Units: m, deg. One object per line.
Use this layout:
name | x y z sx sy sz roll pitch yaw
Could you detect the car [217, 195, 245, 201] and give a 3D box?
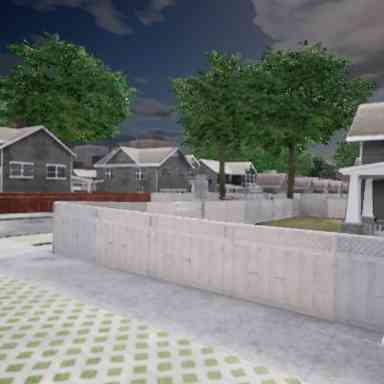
car | 4.495 1.140 37.997 2.128 1.511 4.902 2 1 35
